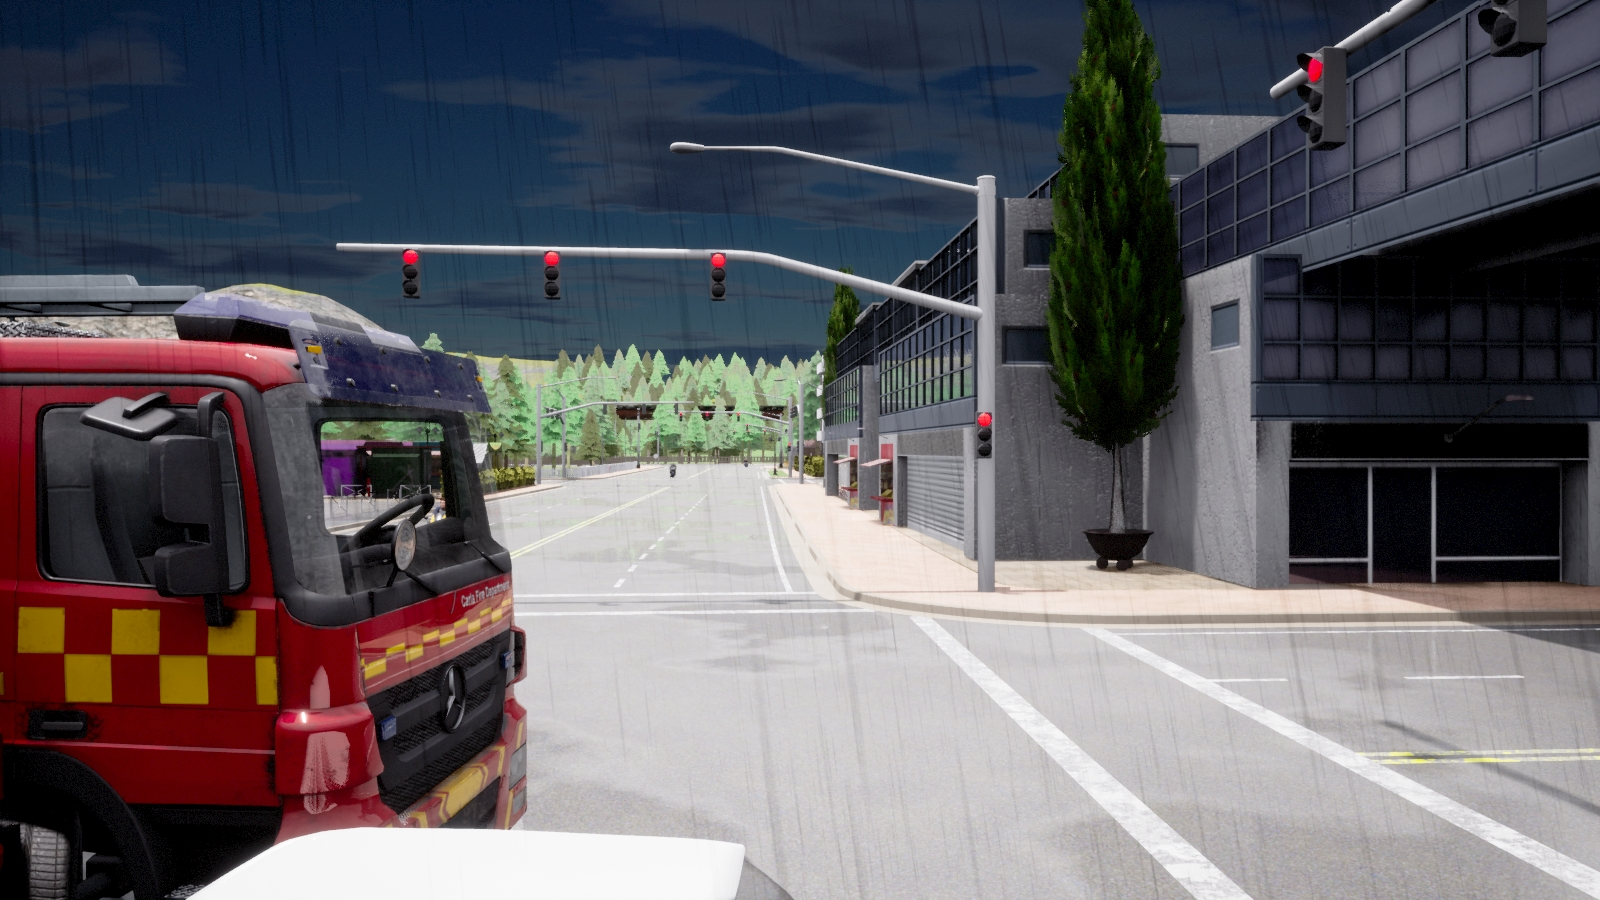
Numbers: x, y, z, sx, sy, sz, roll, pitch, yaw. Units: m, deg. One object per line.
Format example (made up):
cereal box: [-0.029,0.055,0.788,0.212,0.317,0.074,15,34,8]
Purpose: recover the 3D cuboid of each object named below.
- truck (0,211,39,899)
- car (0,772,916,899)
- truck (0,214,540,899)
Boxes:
truck: [-7.587,0.890,3.490,8.468,3.827,2.891,0,0,-3]
car: [-1.549,2.065,3.579,3.806,1.475,1.970,0,0,5]
truck: [-6.102,0.890,6.659,8.468,3.827,2.891,0,0,4]
